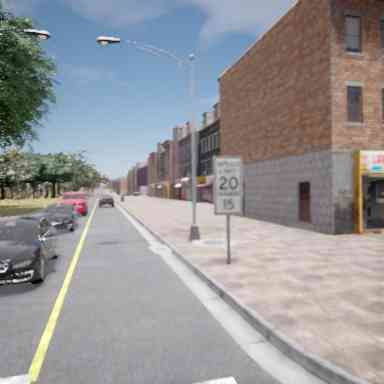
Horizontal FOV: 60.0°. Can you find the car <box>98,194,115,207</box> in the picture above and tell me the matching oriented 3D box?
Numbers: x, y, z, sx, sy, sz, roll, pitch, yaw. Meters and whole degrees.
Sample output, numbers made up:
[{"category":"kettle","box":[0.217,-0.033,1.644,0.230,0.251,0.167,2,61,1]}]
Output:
[{"category":"car","box":[-11.011,1.173,42.927,1.837,1.490,4.892,-1,1,-15]}]

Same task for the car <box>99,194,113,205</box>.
[{"category":"car","box":[-13.727,1.123,52.915,2.128,1.511,4.902,-1,0,-15]}]

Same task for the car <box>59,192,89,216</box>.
[{"category":"car","box":[-10.383,1.016,29.412,2.150,2.045,5.566,-1,1,-15]}]

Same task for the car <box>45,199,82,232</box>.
[{"category":"car","box":[-7.577,1.386,19.076,1.837,1.490,4.892,-1,1,-15]}]

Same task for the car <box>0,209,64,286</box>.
[{"category":"car","box":[-4.941,1.488,9.376,1.837,1.490,4.892,-1,1,-15]}]
